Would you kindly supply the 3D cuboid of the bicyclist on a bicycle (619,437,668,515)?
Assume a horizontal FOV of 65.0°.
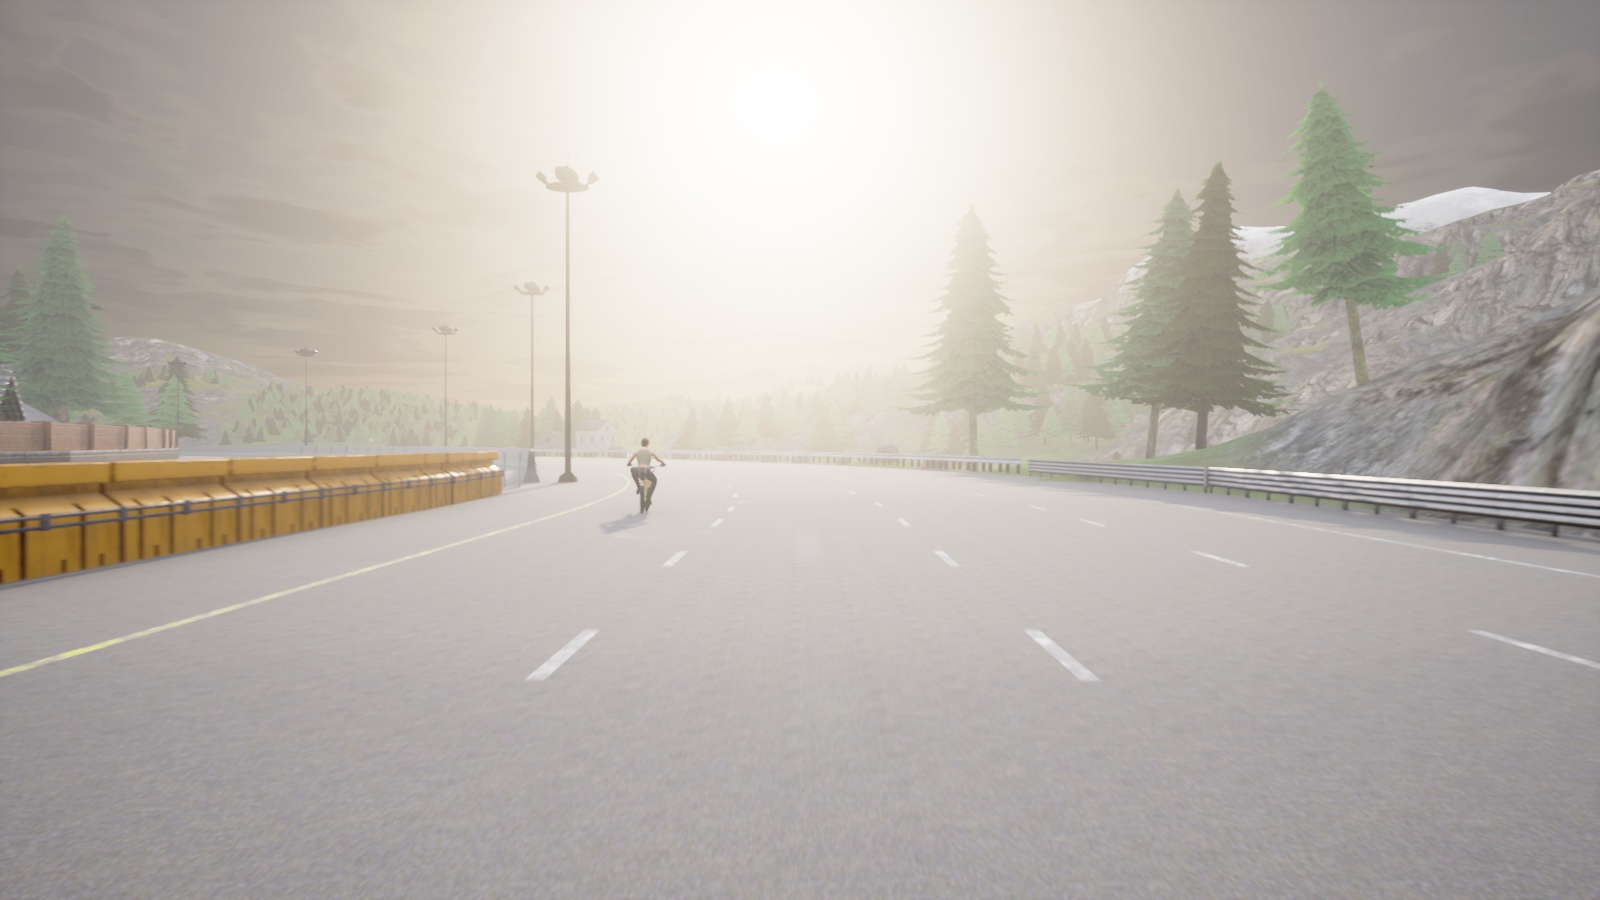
[{"bbox_3d":[-3.321,0.528,26.736,0.866,1.612,1.509,0,0,-1],"label":"bicyclist on a bicycle"}]
